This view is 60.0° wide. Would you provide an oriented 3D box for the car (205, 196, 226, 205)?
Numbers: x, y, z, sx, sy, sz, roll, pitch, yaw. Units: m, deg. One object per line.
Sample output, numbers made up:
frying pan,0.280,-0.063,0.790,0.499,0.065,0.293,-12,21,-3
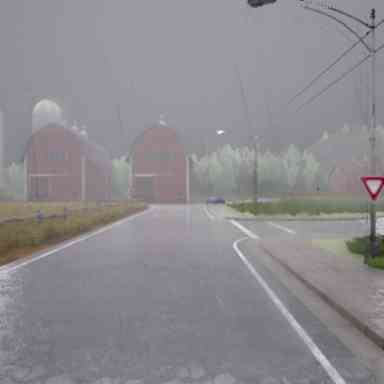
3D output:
car,4.091,1.479,57.907,1.812,1.442,4.674,0,0,37
